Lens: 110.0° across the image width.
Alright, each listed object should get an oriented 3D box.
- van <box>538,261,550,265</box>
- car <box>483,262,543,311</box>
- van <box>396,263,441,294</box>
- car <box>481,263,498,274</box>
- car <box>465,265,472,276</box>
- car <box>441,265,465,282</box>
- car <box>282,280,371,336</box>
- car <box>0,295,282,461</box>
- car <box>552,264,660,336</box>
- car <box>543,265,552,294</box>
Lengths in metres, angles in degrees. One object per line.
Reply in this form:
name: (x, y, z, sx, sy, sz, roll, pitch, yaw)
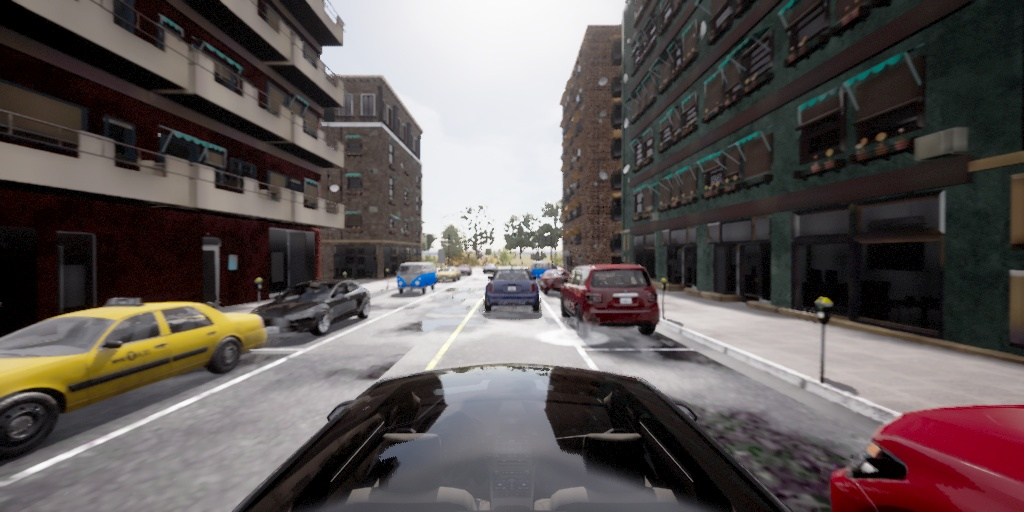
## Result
van: (2.671, 1.398, 32.863, 1.690, 1.789, 3.998, 0, 0, 0)
car: (0.010, 1.236, 15.243, 2.097, 1.767, 4.553, 0, -1, 0)
van: (-5.703, 1.289, 21.761, 1.690, 1.789, 3.998, 0, 0, 0)
car: (-3.036, 1.774, 50.369, 2.033, 1.411, 5.357, 0, -1, 0)
car: (-5.814, 1.745, 43.851, 1.802, 1.307, 4.207, 0, 0, 0)
car: (-5.710, 1.581, 32.639, 1.751, 1.417, 4.829, 0, 0, 0)
car: (-5.697, 1.405, 10.713, 1.948, 1.339, 4.313, 0, 0, 0)
car: (-5.694, 1.310, 5.020, 1.751, 1.417, 4.829, 0, 0, 0)
car: (2.684, 1.155, 10.766, 2.192, 1.841, 5.009, 0, 0, 0)
car: (2.677, 1.494, 21.814, 1.888, 1.381, 4.507, 0, 0, 0)
